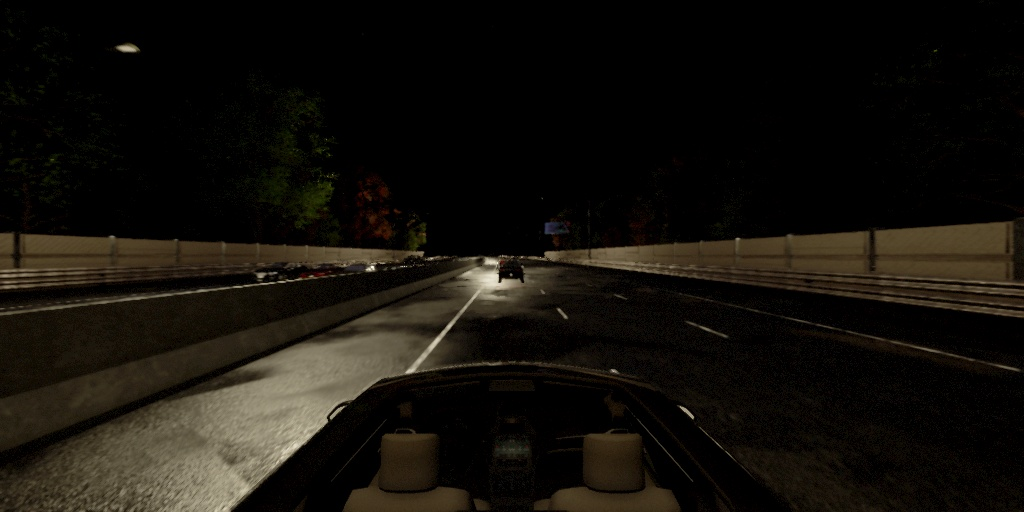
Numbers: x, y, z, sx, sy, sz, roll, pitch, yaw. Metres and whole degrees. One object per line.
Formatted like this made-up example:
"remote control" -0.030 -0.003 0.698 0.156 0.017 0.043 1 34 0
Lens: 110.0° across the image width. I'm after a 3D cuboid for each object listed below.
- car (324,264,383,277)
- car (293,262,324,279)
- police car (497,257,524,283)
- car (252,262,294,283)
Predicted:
"car" -10.729 1.259 25.314 2.033 1.411 5.357 0 0 -1
"car" -14.256 1.275 27.335 1.994 1.385 4.181 0 0 -1
"police car" -0.086 1.116 27.686 1.930 1.638 5.238 0 0 -1
"car" -17.759 1.208 27.767 2.128 1.511 4.902 0 0 -1
